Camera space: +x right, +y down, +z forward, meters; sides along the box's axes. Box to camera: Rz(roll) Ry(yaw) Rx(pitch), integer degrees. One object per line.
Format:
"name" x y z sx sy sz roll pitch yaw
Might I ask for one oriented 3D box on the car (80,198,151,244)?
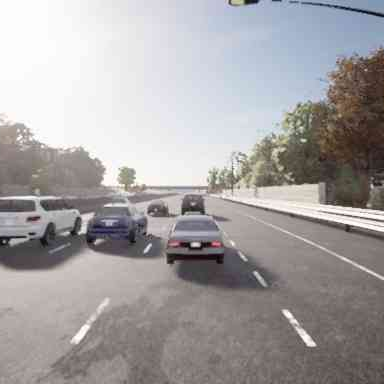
"car" -3.399 1.328 15.802 2.097 1.767 4.553 0 0 0

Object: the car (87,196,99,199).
"car" -20.995 1.437 70.975 1.994 1.385 4.181 0 0 0

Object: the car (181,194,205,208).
"car" 0.100 1.182 31.702 2.150 2.045 5.566 0 0 0

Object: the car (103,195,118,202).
"car" -17.494 1.330 71.586 2.128 1.511 4.902 0 0 0

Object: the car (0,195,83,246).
"car" -6.901 1.198 15.265 2.150 2.045 5.566 0 0 0

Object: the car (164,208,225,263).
"car" 0.099 1.529 11.864 2.033 1.411 5.357 0 0 0

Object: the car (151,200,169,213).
"car" -3.398 1.485 33.578 1.812 1.442 4.674 0 0 0

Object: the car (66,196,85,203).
"car" -24.495 1.473 70.143 2.033 1.411 5.357 0 0 0

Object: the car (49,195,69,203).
"car" -27.995 1.458 70.143 2.128 1.511 4.902 0 0 0

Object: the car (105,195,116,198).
"car" -6.899 1.313 32.266 2.097 1.767 4.553 0 0 0
